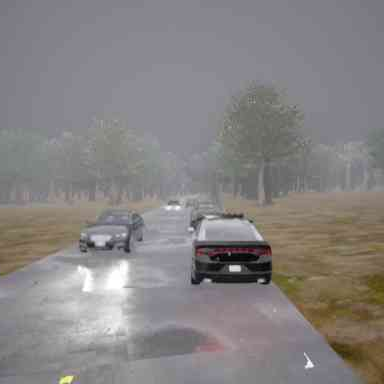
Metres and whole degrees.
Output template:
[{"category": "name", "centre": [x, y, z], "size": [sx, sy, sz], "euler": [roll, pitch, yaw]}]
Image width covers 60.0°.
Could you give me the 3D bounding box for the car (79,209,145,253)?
[{"category": "car", "centre": [-3.079, 1.471, 13.618], "size": [2.128, 1.511, 4.902], "euler": [0, 0, 0]}]

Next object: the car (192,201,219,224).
[{"category": "car", "centre": [0.942, 1.476, 25.505], "size": [1.837, 1.490, 4.892], "euler": [0, 0, 0]}]

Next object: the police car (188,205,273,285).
[{"category": "police car", "centre": [0.914, 1.410, 9.614], "size": [1.930, 1.638, 5.238], "euler": [0, 0, 0]}]

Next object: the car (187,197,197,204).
[{"category": "car", "centre": [0.053, 1.564, 64.213], "size": [1.895, 1.301, 4.718], "euler": [0, 0, 0]}]

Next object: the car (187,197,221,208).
[{"category": "car", "centre": [0.931, 1.325, 19.476], "size": [2.097, 1.767, 4.553], "euler": [0, 0, 0]}]

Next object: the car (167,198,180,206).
[{"category": "car", "centre": [-2.992, 1.561, 54.295], "size": [1.895, 1.301, 4.718], "euler": [0, 0, 0]}]

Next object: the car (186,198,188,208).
[{"category": "car", "centre": [0.074, 1.453, 47.739], "size": [2.128, 1.511, 4.902], "euler": [0, 0, 1]}]
